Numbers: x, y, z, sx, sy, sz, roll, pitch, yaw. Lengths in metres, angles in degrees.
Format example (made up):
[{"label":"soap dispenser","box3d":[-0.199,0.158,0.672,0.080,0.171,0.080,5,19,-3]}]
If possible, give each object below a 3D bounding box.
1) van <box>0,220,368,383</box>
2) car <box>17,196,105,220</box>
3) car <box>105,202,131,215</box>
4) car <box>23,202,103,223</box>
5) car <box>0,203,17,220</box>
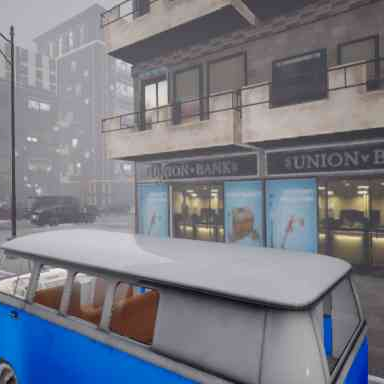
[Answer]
[{"label":"van","box3d":[-0.479,1.342,3.202,3.998,1.788,1.690,0,-1,36]},{"label":"car","box3d":[-9.668,1.294,25.142,2.150,2.045,5.566,-1,-1,35]},{"label":"car","box3d":[-8.644,1.798,36.426,1.947,1.339,4.313,-2,-1,36]},{"label":"car","box3d":[-8.573,1.583,22.375,1.947,1.339,4.313,-2,-1,36]},{"label":"car","box3d":[-15.324,1.608,27.343,1.967,1.590,4.097,-2,-1,36]}]
